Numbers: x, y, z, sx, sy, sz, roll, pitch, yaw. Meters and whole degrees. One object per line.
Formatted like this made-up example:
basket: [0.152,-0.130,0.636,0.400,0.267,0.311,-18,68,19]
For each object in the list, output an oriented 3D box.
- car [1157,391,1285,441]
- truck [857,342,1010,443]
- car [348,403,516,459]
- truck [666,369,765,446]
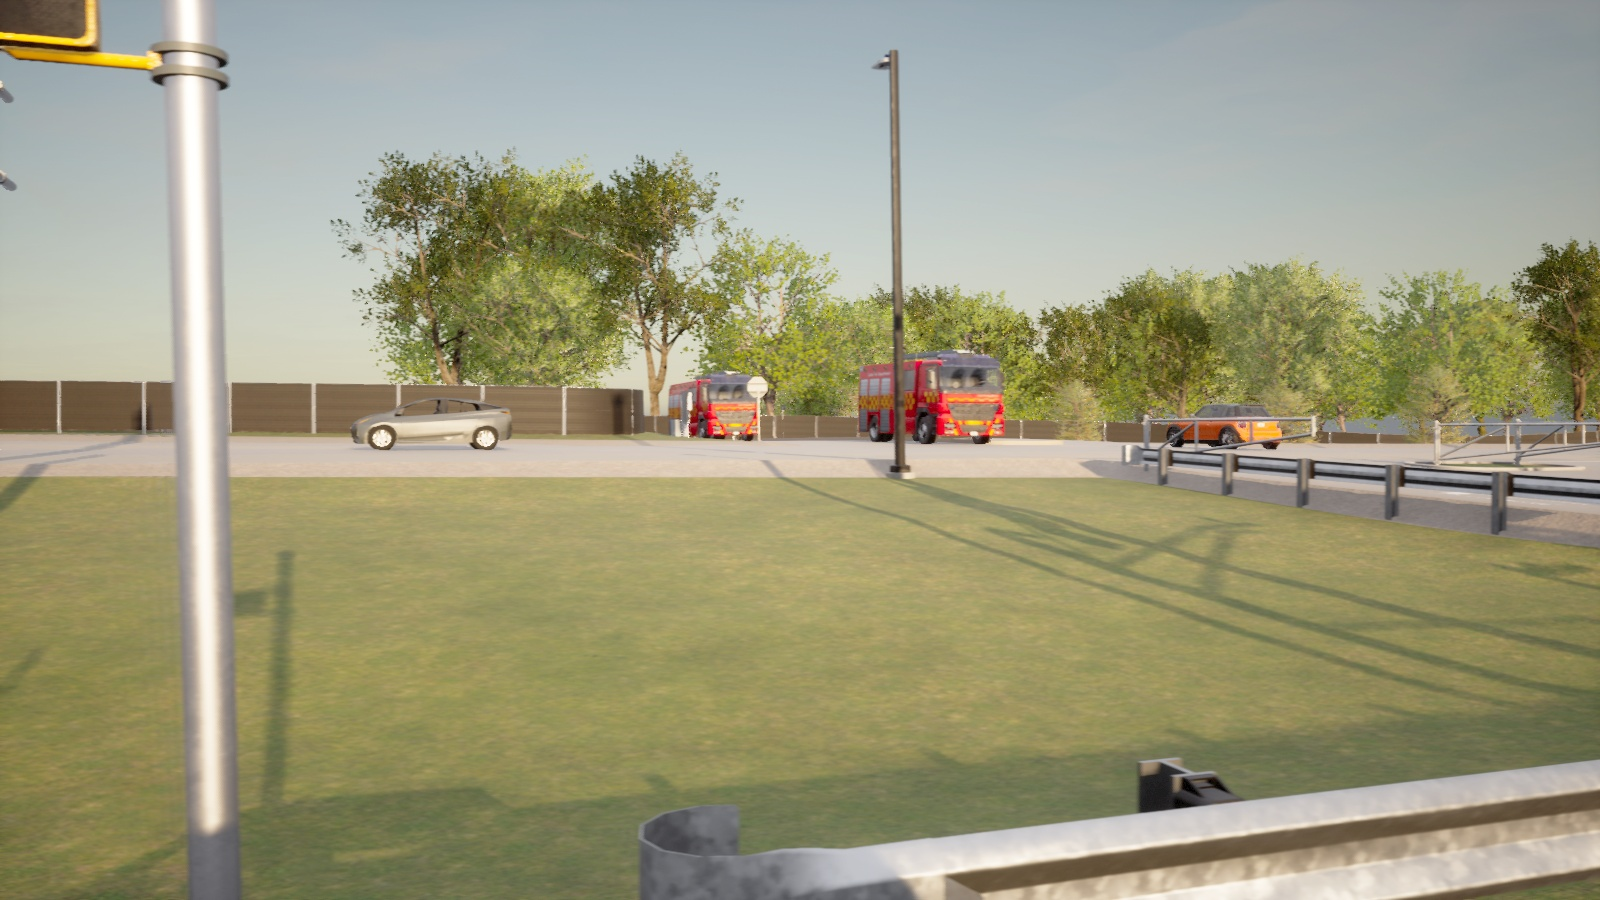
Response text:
car: [15.614,-1.259,46.817,2.097,1.767,4.553,-1,1,-21]
truck: [5.352,-2.300,52.227,2.891,3.827,8.468,-1,1,-20]
car: [-10.655,-0.563,36.306,4.514,1.525,2.007,-1,1,-20]
truck: [-4.798,-2.236,69.326,2.891,3.827,8.468,-2,0,-21]
